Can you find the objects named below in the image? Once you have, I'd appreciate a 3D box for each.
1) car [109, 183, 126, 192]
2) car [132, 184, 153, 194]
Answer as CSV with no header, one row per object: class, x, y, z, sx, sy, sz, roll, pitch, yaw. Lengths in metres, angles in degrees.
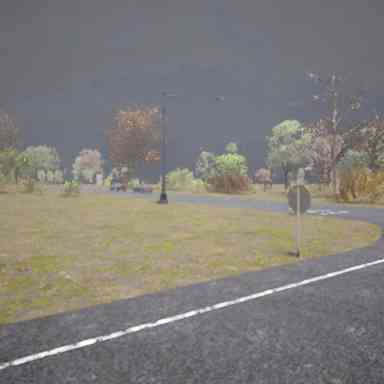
car,-14.016,-0.864,62.505,1.837,1.490,4.892,-1,2,-36
car,-8.167,-0.555,54.390,2.128,1.511,4.902,-1,2,-36
